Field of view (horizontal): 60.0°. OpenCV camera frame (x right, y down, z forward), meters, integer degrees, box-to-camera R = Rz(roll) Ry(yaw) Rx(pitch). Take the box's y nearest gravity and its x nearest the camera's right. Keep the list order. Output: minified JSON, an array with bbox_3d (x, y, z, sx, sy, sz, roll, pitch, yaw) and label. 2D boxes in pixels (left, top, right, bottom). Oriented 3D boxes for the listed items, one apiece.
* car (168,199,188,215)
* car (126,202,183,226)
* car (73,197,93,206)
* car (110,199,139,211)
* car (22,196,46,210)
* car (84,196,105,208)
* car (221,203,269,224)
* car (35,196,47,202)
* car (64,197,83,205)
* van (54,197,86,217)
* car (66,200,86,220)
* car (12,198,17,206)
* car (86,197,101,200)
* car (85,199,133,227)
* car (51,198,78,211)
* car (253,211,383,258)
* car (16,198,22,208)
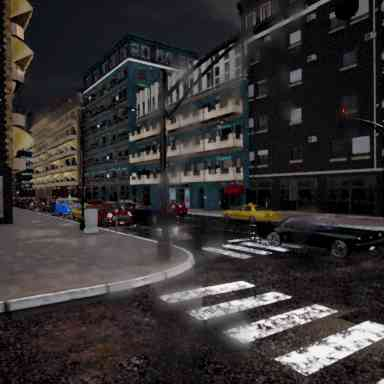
[{"bbox_3d":[-2.233,1.437,33.290,1.967,1.590,4.097,-1,1,-35],"label":"car"},{"bbox_3d":[-2.825,1.631,24.148,1.994,1.385,4.181,-1,1,-36],"label":"car"},{"bbox_3d":[-18.292,1.640,55.826,1.947,1.339,4.313,-1,1,-35],"label":"car"},{"bbox_3d":[-8.656,1.578,42.305,2.008,1.369,4.403,-1,1,-35],"label":"car"},{"bbox_3d":[-21.906,1.627,46.455,1.967,1.590,4.097,-1,1,-35],"label":"car"},{"bbox_3d":[-15.082,1.499,51.318,1.967,1.590,4.097,-1,1,-35],"label":"car"},{"bbox_3d":[4.093,1.494,24.417,1.752,1.417,4.829,-1,1,-35],"label":"car"},{"bbox_3d":[-37.564,1.725,82.867,1.887,1.381,4.507,-1,1,-35],"label":"car"},{"bbox_3d":[-21.504,1.642,60.333,2.008,1.369,4.403,-1,1,-35],"label":"car"},{"bbox_3d":[-12.271,1.481,32.934,1.690,1.788,3.998,-1,1,-35],"label":"van"},{"bbox_3d":[-8.957,1.650,28.290,1.752,1.417,4.829,-1,1,-35],"label":"car"},{"bbox_3d":[-31.540,1.781,59.977,1.887,1.381,4.507,-1,1,-35],"label":"car"},{"bbox_3d":[-9.731,1.576,33.844,1.882,1.535,5.008,-1,0,-35],"label":"car"},{"bbox_3d":[-5.846,1.551,23.922,1.967,1.590,4.097,-1,1,-35],"label":"car"},{"bbox_3d":[-16.881,1.624,43.945,2.128,1.511,4.902,-1,0,-35],"label":"car"},{"bbox_3d":[4.924,1.635,13.276,1.895,1.301,4.718,-1,0,-35],"label":"car"},{"bbox_3d":[-25.115,1.768,50.963,1.947,1.339,4.313,-1,1,-35],"label":"car"}]
